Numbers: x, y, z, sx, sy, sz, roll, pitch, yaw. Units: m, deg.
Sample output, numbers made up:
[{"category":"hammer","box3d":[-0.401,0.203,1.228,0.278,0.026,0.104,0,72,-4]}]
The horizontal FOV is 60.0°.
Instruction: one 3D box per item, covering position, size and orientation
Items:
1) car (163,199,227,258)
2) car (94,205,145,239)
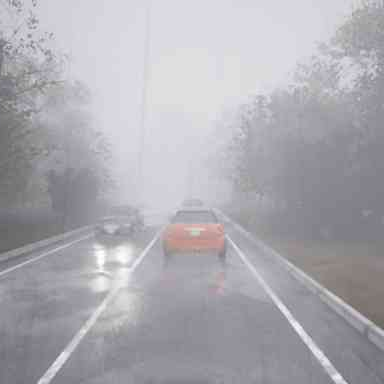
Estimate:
[{"category":"car","box3d":[0.103,1.336,12.787,2.097,1.767,4.553,0,0,0]},{"category":"car","box3d":[-3.591,1.469,17.194,2.128,1.511,4.902,0,0,0]}]
